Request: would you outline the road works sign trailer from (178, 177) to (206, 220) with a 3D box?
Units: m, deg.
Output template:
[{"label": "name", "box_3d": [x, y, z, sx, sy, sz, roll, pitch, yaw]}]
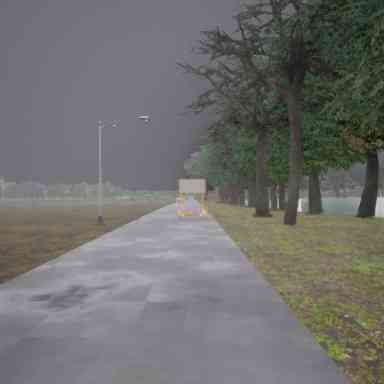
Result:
[{"label": "road works sign trailer", "box_3d": [0.000, 0.540, 28.565, 2.380, 3.560, 2.880, 0, 0, 0]}]

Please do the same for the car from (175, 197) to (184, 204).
[{"label": "car", "box_3d": [-2.750, 1.887, 75.934, 1.882, 1.535, 5.008, 0, -1, 0]}]
